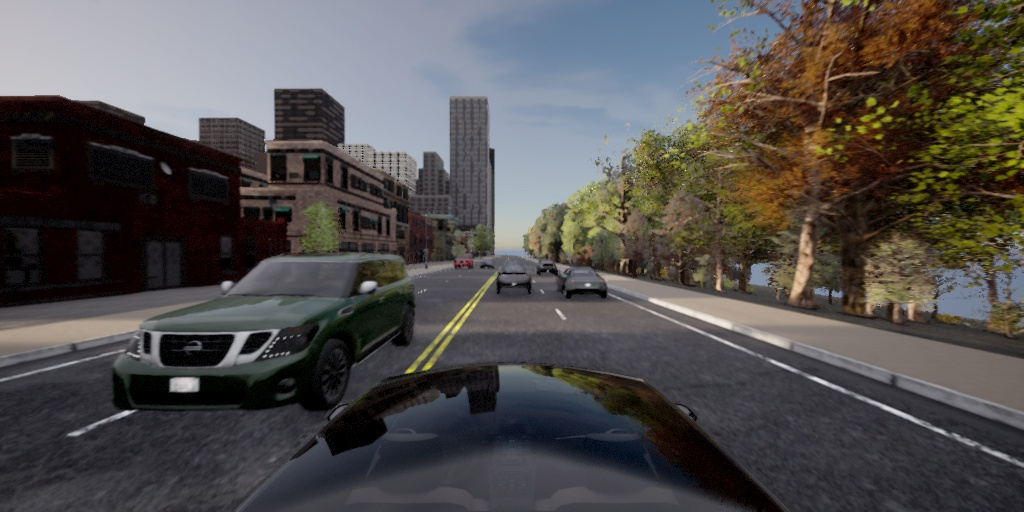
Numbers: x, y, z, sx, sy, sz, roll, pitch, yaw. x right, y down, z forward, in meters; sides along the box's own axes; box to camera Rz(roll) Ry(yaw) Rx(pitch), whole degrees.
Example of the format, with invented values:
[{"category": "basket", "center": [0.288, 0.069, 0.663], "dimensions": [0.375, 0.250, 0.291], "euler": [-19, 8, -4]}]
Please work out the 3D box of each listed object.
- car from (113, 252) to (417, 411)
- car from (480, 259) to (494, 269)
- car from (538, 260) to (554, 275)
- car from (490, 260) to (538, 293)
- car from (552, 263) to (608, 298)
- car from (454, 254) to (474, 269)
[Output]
[{"category": "car", "center": [-3.336, 0.949, 6.419], "dimensions": [2.150, 2.045, 5.566], "euler": [0, 0, 0]}, {"category": "car", "center": [-3.295, 1.064, 49.053], "dimensions": [2.033, 1.411, 5.357], "euler": [0, 0, 1]}, {"category": "car", "center": [3.335, 1.091, 35.552], "dimensions": [1.837, 1.490, 4.892], "euler": [0, 1, 0]}, {"category": "car", "center": [0.104, 1.155, 19.942], "dimensions": [2.128, 1.511, 4.902], "euler": [0, 0, 0]}, {"category": "car", "center": [3.356, 1.236, 17.873], "dimensions": [1.994, 1.385, 4.181], "euler": [0, 0, 0]}, {"category": "car", "center": [-6.547, 0.733, 49.283], "dimensions": [2.150, 2.045, 5.566], "euler": [0, 1, 1]}]
